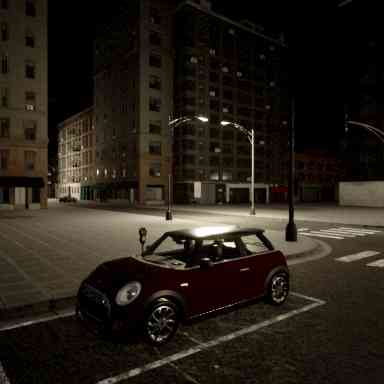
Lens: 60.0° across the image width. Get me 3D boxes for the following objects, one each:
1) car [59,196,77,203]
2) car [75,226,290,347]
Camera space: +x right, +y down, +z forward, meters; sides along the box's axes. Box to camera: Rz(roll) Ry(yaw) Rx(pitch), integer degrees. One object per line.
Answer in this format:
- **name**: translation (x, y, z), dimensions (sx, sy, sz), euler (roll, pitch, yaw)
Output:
- **car**: translation (-22.166, 1.274, 59.258), dimensions (1.895, 1.301, 4.718), euler (0, 0, -39)
- **car**: translation (-0.029, 1.440, 6.285), dimensions (4.097, 1.590, 1.967), euler (0, 0, -38)
